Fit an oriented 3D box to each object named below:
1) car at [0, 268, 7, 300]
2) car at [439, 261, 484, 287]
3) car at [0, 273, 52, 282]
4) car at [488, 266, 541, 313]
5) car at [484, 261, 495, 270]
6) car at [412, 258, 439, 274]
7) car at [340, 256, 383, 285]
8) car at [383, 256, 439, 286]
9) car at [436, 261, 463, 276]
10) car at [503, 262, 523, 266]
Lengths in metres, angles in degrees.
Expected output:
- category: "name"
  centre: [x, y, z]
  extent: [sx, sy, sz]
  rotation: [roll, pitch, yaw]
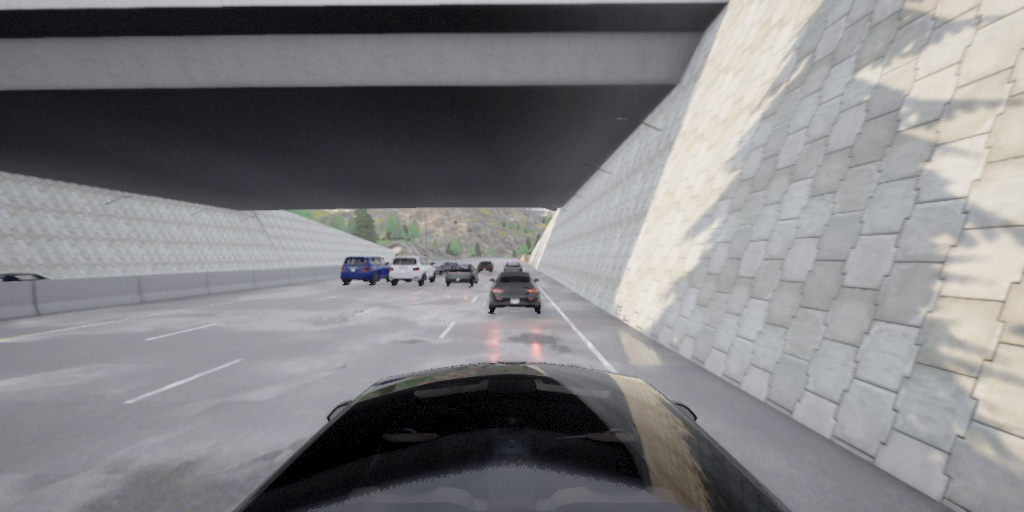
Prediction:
- category: "car"
  centre: [-24.507, 1.280, 14.275]
  extent: [1.837, 1.490, 4.892]
  rotation: [0, 0, 0]
- category: "car"
  centre: [-3.399, 1.280, 24.997]
  extent: [2.128, 1.511, 4.902]
  rotation: [0, 0, 0]
- category: "car"
  centre: [-21.004, 1.371, 14.469]
  extent: [1.895, 1.301, 4.718]
  rotation: [0, 0, 0]
- category: "car"
  centre: [0.100, 1.295, 13.946]
  extent: [1.812, 1.442, 4.674]
  rotation: [0, 0, 0]
- category: "car"
  centre: [-3.384, 1.329, 46.999]
  extent: [1.837, 1.490, 4.892]
  rotation: [0, 0, 0]
- category: "car"
  centre: [-10.417, 1.168, 43.565]
  extent: [2.097, 1.767, 4.553]
  rotation: [0, 0, 0]
- category: "car"
  centre: [-10.487, 1.014, 26.363]
  extent: [2.150, 2.045, 5.566]
  rotation: [0, 0, 0]
- category: "car"
  centre: [-6.993, 1.010, 25.752]
  extent: [2.150, 2.045, 5.566]
  rotation: [0, 0, 0]
- category: "car"
  centre: [-6.942, 1.359, 40.308]
  extent: [2.033, 1.411, 5.357]
  rotation: [0, 0, 1]
- category: "car"
  centre: [0.105, 1.296, 34.972]
  extent: [2.128, 1.511, 4.902]
  rotation: [0, 0, 0]
